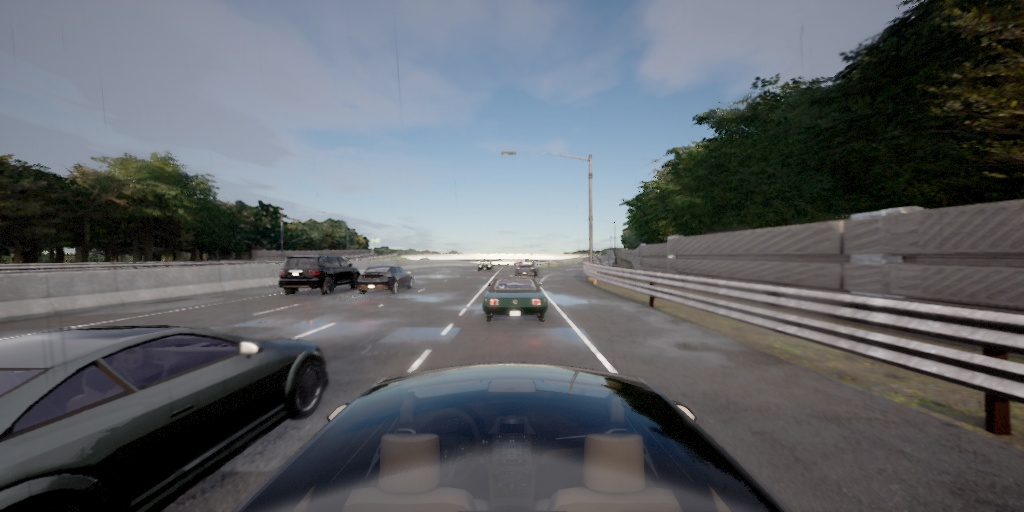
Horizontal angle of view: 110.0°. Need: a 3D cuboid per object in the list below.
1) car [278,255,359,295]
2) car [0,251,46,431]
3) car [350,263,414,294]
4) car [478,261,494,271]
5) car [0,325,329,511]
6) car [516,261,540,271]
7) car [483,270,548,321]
[{"bbox_3d":[-10.410,0.964,19.919,2.150,2.045,5.566,0,0,0],"label":"car"},{"bbox_3d":[-6.900,0.972,1.701,2.150,2.045,5.566,0,0,0],"label":"car"},{"bbox_3d":[-6.910,1.247,20.019,1.837,1.490,4.892,0,0,0],"label":"car"},{"bbox_3d":[-3.525,1.370,48.939,1.895,1.301,4.718,0,0,0],"label":"car"},{"bbox_3d":[-3.501,1.313,3.229,1.994,1.385,4.181,0,0,0],"label":"car"},{"bbox_3d":[1.443,1.223,32.368,2.128,1.511,4.902,0,0,9],"label":"car"},{"bbox_3d":[0.094,1.346,12.414,1.895,1.301,4.718,0,0,0],"label":"car"}]
